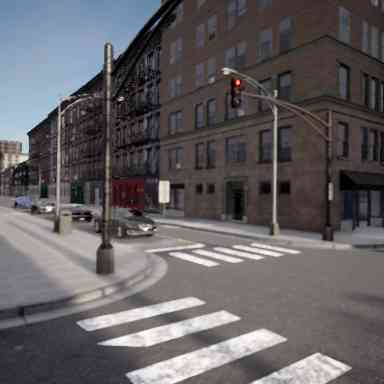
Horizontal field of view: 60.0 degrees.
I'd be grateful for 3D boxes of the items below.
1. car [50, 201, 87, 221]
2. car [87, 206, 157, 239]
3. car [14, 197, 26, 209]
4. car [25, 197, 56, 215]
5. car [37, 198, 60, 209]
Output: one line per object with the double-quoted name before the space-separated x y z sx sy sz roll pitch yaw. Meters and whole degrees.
"car" -8.997 1.580 25.189 1.895 1.301 4.718 1 0 -36
"car" -3.648 1.528 17.699 1.837 1.490 4.892 1 0 -37
"car" -21.785 1.358 43.196 1.882 1.535 5.008 1 1 -35
"car" -14.898 1.424 33.465 2.128 1.511 4.902 1 0 -35
"car" -19.474 1.517 44.926 1.895 1.301 4.718 1 0 -36
